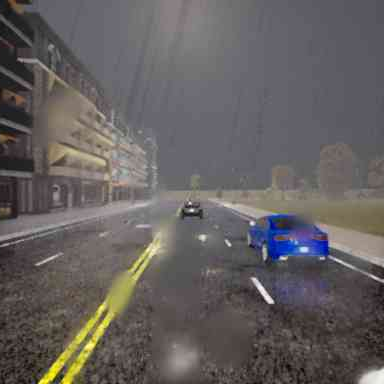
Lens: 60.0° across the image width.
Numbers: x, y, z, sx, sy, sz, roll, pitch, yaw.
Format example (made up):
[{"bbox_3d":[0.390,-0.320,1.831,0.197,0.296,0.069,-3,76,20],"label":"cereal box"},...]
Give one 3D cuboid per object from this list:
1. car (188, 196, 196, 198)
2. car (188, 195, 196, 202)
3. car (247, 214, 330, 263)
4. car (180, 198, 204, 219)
[{"bbox_3d":[0.090,1.778,57.103,2.033,1.411,5.357,0,0,0],"label":"car"},{"bbox_3d":[0.017,1.687,83.723,2.097,1.767,4.553,0,0,0],"label":"car"},{"bbox_3d":[3.253,1.528,12.134,1.882,1.535,5.008,0,0,0],"label":"car"},{"bbox_3d":[-0.002,1.630,30.882,2.163,1.488,4.792,0,0,0],"label":"car"}]
